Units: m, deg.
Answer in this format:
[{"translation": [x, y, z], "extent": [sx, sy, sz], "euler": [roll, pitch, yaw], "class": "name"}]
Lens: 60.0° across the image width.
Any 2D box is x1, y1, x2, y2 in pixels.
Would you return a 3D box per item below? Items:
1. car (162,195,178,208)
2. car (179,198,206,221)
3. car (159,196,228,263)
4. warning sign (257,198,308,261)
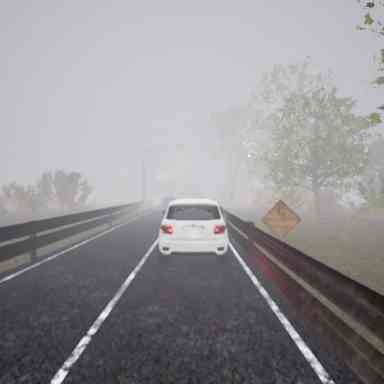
[{"translation": [-3.315, 1.397, 50.266], "extent": [2.097, 1.767, 4.553], "euler": [0, 0, 0], "class": "car"}, {"translation": [0.065, 1.389, 28.176], "extent": [2.097, 1.767, 4.553], "euler": [0, 0, 0], "class": "car"}, {"translation": [0.061, 1.257, 12.310], "extent": [2.150, 2.045, 5.566], "euler": [0, 0, 0], "class": "car"}, {"translation": [2.831, 1.149, 10.578], "extent": [1.300, 1.860, 1.060], "euler": [-1, -1, 0], "class": "warning sign"}]
